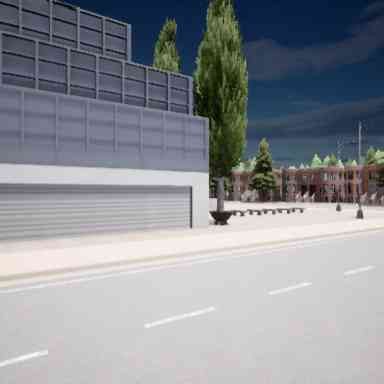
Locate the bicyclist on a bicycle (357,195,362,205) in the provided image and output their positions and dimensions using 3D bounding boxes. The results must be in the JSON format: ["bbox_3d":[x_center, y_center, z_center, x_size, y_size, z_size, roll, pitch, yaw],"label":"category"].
[{"bbox_3d":[27.440,1.276,54.543,1.656,1.620,0.582,0,0,-37],"label":"bicyclist on a bicycle"}]
